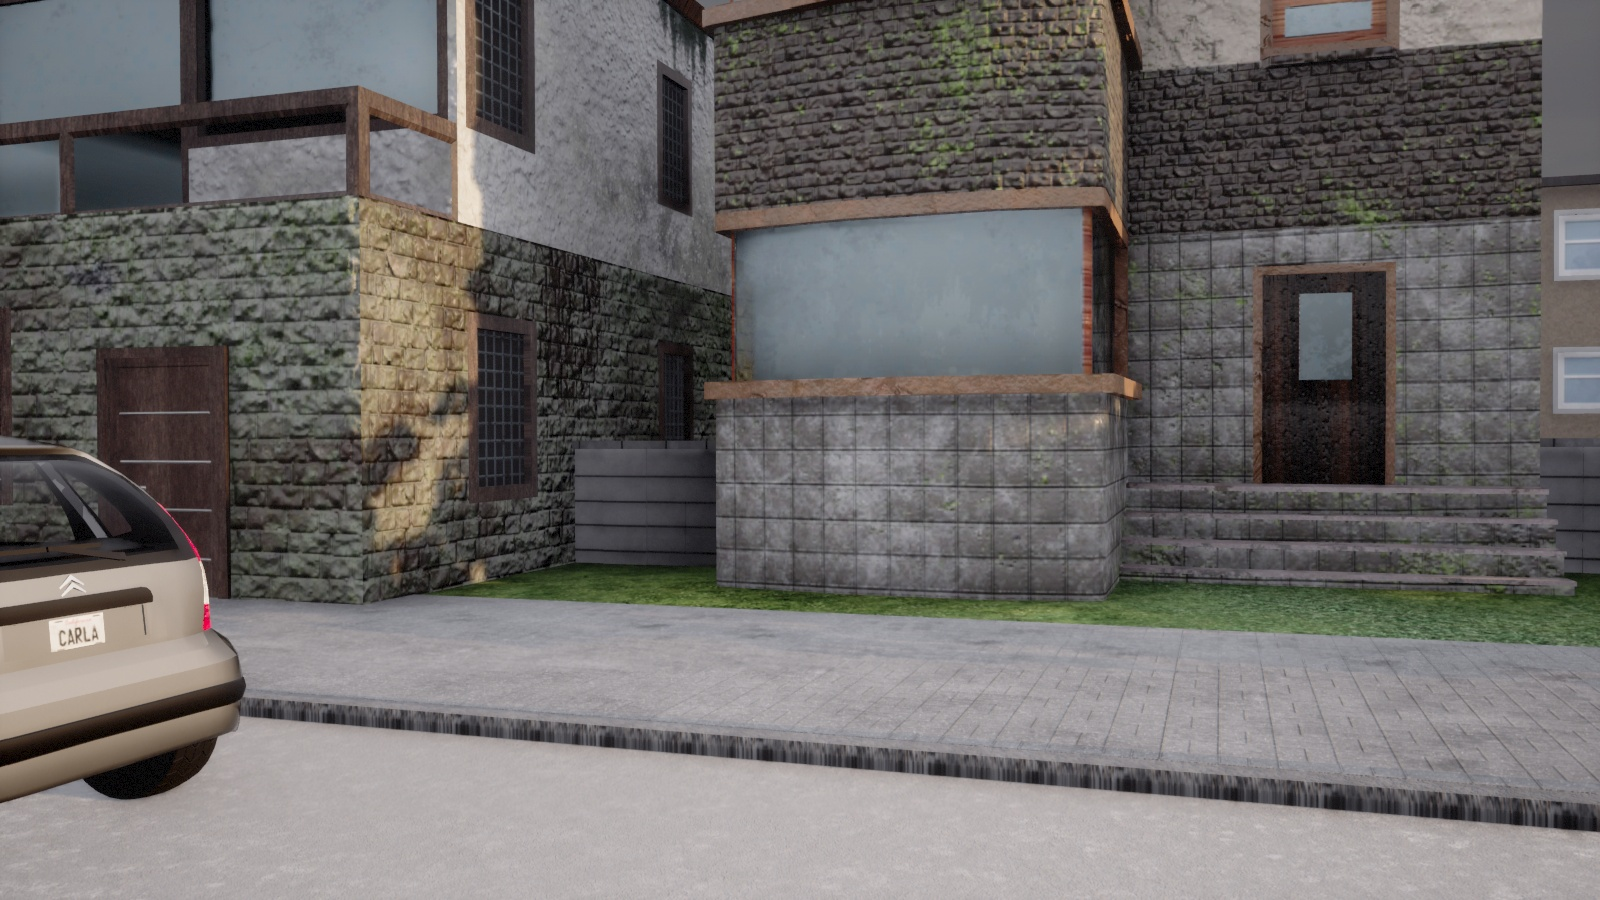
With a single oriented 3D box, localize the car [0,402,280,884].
[{"bbox_3d":[-4.446,0.625,5.213,3.988,1.617,1.851,1,1,19],"label":"car"}]
